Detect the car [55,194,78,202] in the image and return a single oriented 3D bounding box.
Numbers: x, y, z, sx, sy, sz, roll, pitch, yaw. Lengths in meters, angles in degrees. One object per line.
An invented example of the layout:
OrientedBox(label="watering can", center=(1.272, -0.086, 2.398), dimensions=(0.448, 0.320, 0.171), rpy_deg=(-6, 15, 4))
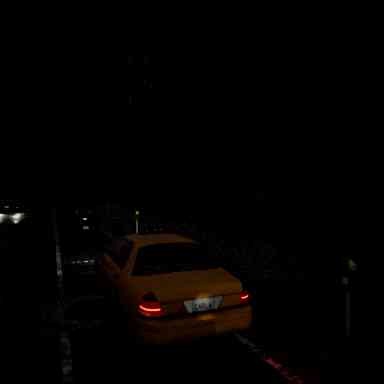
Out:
OrientedBox(label="car", center=(-12.549, 1.317, 33.946), dimensions=(2.192, 1.841, 5.009), rpy_deg=(0, 0, -23))

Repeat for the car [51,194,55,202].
OrientedBox(label="car", center=(-31.891, 1.470, 79.418), dimensions=(1.967, 1.590, 4.097), rpy_deg=(0, 0, -24))

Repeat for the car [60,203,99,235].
OrientedBox(label="car", center=(-6.151, 1.552, 18.660), dimensions=(2.008, 1.369, 4.403), rpy_deg=(0, 0, -23))

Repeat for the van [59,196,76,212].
OrientedBox(label="van", center=(-14.681, 1.343, 39.042), dimensions=(1.690, 1.788, 3.998), rpy_deg=(0, 0, -23))

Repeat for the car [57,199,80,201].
OrientedBox(label="car", center=(-10.416, 1.567, 28.851), dimensions=(1.947, 1.339, 4.313), rpy_deg=(0, 0, -23))

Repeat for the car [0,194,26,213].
OrientedBox(label="car", center=(-20.255, 1.225, 37.101), dimensions=(2.150, 2.045, 5.566), rpy_deg=(0, 0, -22))

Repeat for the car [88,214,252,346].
OrientedBox(label="car", center=(-0.844, 1.457, 6.737), dimensions=(1.801, 1.575, 5.366), rpy_deg=(0, 0, -23))

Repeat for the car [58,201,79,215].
OrientedBox(label="car", center=(-8.283, 1.552, 23.755), dimensions=(2.008, 1.369, 4.403), rpy_deg=(0, 0, -23))
